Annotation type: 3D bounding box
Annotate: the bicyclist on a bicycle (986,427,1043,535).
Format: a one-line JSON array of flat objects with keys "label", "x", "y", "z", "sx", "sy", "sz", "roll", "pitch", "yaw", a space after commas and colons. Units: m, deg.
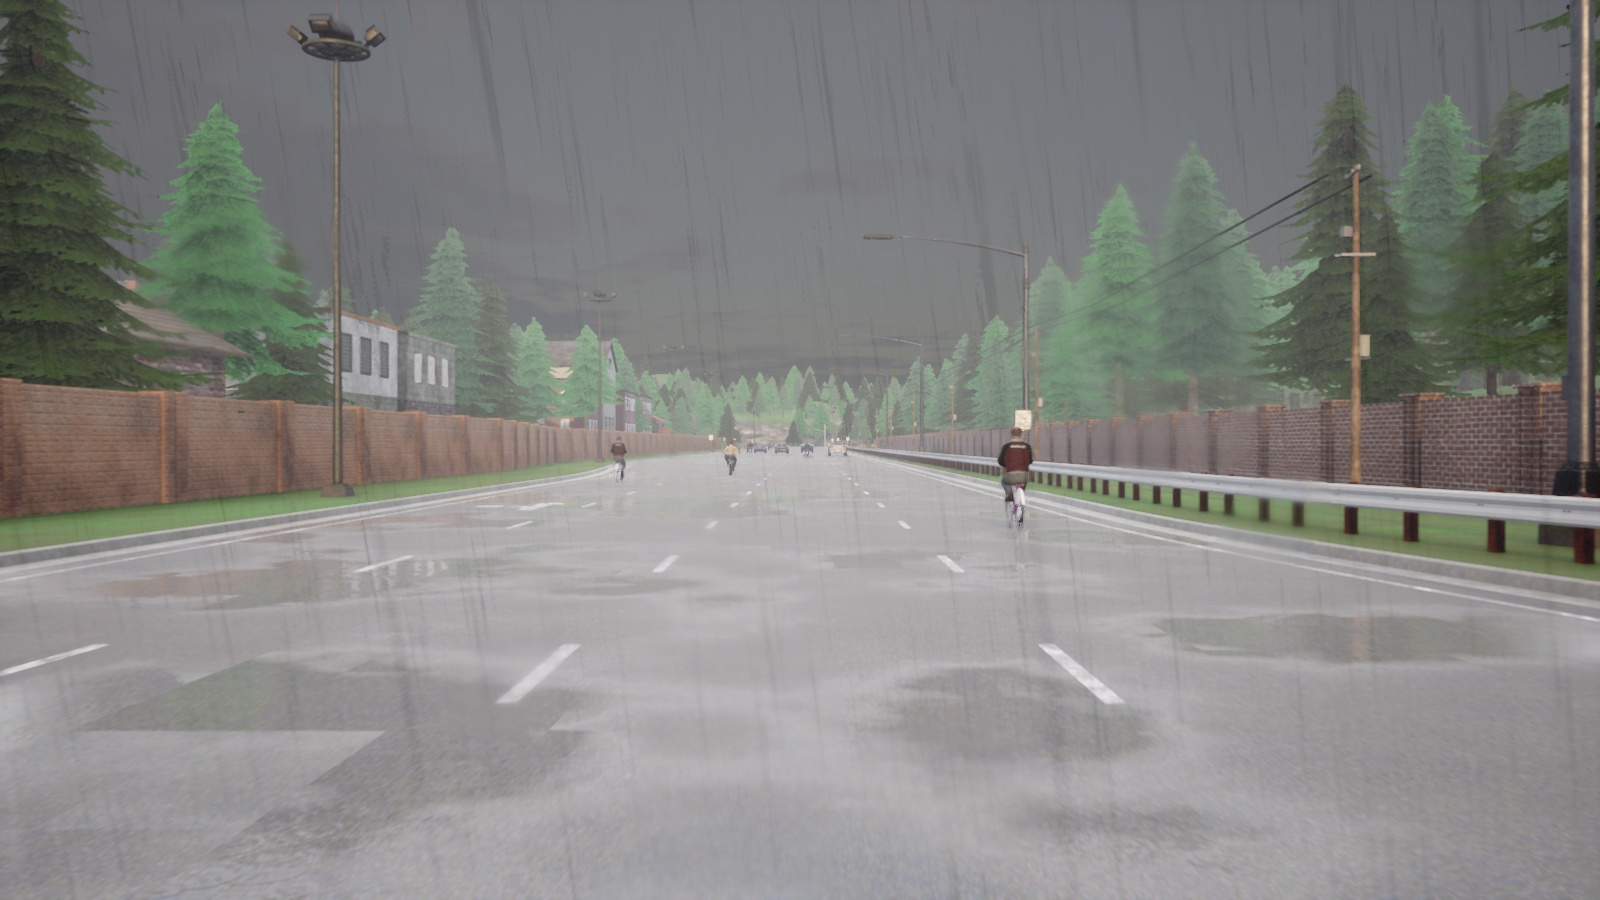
[{"label": "bicyclist on a bicycle", "x": 3.636, "y": 0.499, "z": 21.426, "sx": 0.659, "sy": 1.776, "sz": 1.843, "roll": 0, "pitch": 1, "yaw": 0}]
